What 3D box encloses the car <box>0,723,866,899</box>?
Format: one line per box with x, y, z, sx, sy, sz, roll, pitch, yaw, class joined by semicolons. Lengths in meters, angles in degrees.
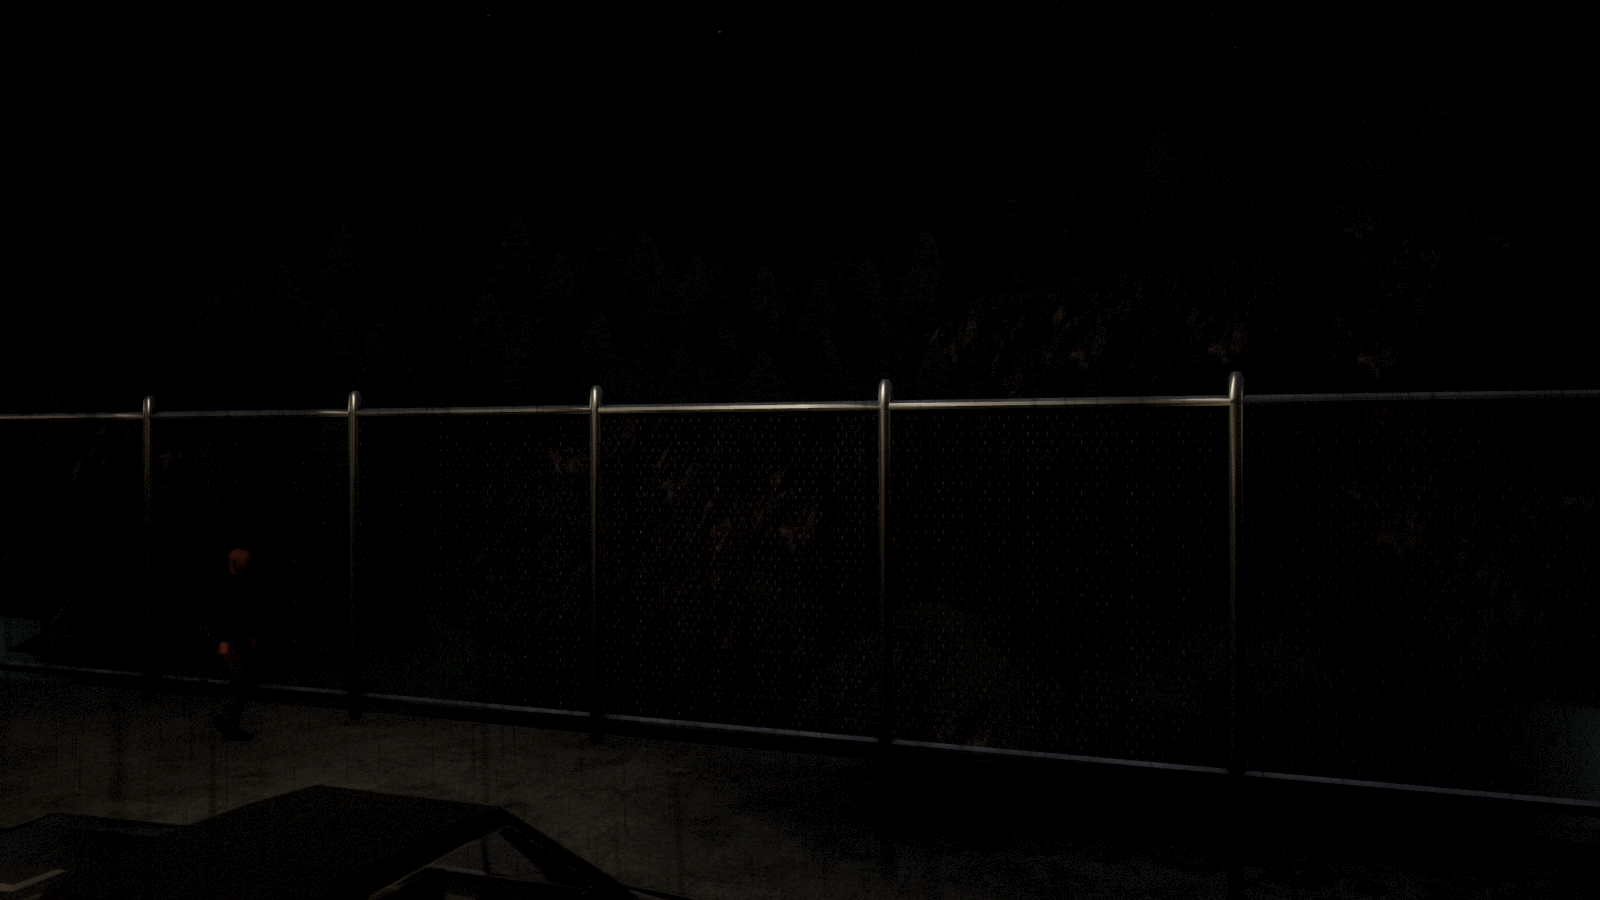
-2.269;2.156;4.624;4.718;1.301;1.895;0;0;20;car

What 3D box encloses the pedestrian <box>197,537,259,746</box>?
-5.271;1.748;10.536;0.375;1.860;0.375;0;0;1;pedestrian
